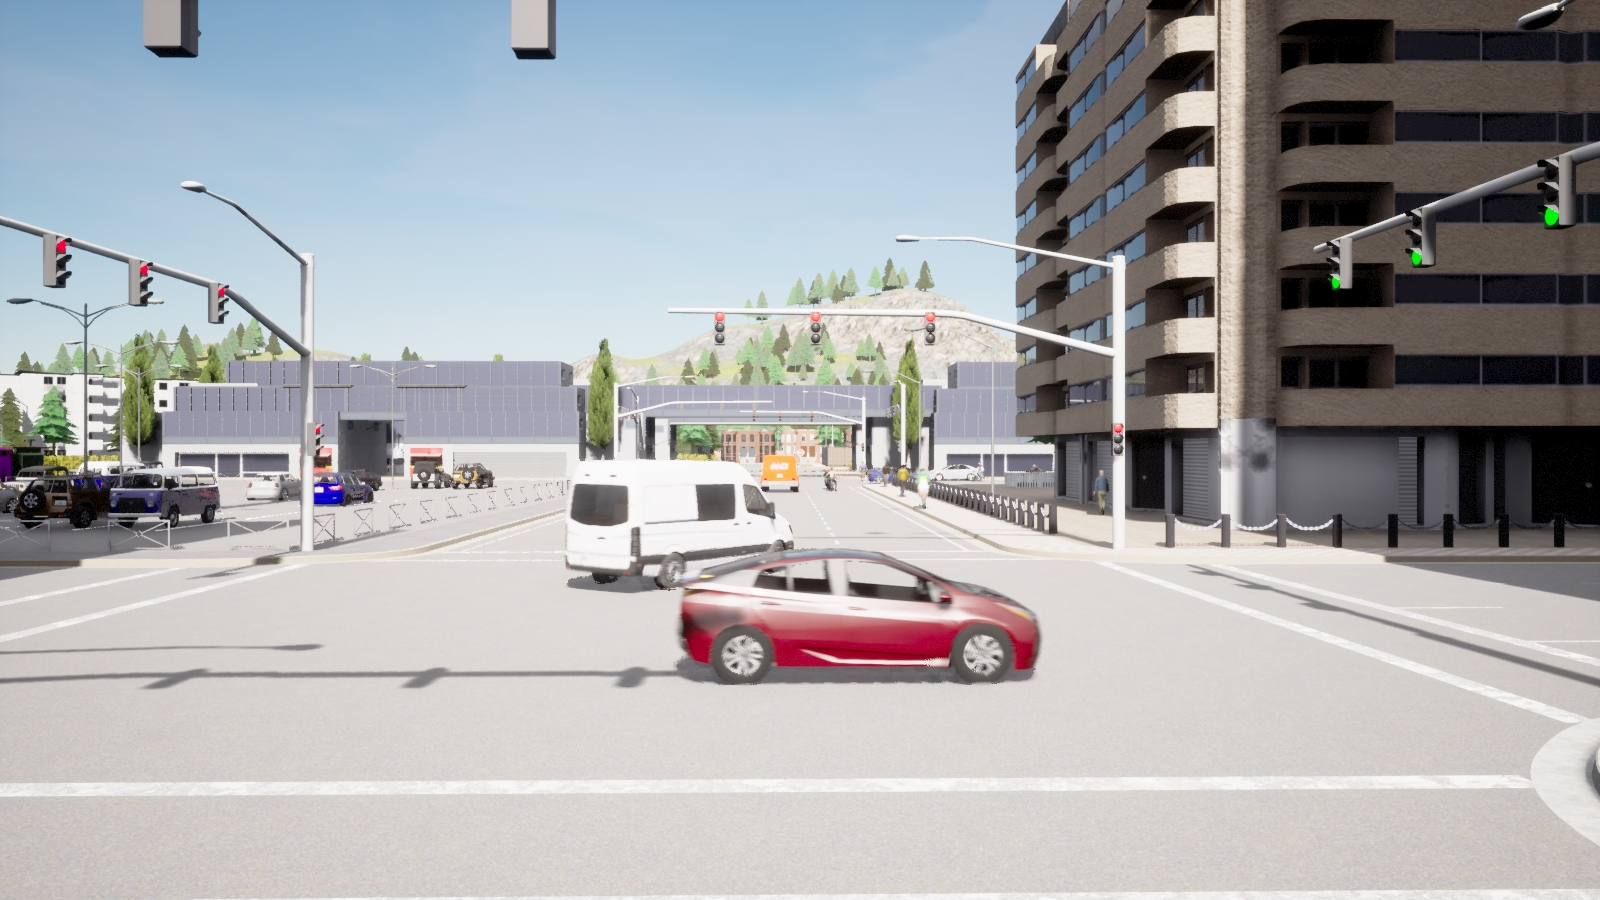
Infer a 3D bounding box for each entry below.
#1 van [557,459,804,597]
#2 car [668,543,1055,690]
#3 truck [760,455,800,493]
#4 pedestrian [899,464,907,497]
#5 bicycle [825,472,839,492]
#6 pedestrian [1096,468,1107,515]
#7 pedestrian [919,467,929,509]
[{"bbox_3d":[-2.375,1.507,24.729,1.988,2.561,5.915,1,0,33],"label":"van"},{"bbox_3d":[0.695,2.011,14.295,4.514,1.525,2.007,0,0,-2],"label":"car"},{"bbox_3d":[-1.366,1.564,77.071,2.627,2.467,5.204,0,0,-1],"label":"truck"},{"bbox_3d":[5.740,1.695,63.786,0.375,1.860,0.375,0,0,-2],"label":"pedestrian"},{"bbox_3d":[2.134,2.158,77.288,0.859,1.276,1.487,0,0,-1],"label":"bicycle"},{"bbox_3d":[12.052,1.653,45.703,0.375,1.860,0.375,0,0,10],"label":"pedestrian"},{"bbox_3d":[5.573,1.695,51.359,0.375,1.860,0.375,0,0,-2],"label":"pedestrian"}]
